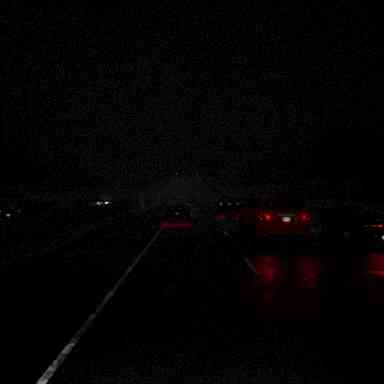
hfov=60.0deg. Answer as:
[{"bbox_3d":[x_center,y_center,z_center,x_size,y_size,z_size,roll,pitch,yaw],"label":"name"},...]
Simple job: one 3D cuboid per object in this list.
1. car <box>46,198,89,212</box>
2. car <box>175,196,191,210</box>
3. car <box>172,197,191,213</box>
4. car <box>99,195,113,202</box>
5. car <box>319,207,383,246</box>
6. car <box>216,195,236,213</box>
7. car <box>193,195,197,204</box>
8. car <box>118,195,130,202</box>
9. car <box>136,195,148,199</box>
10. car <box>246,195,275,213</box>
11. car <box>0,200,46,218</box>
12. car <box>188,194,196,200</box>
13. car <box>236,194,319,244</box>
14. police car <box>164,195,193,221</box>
[{"bbox_3d":[-10.598,1.314,29.190,1.882,1.535,5.008,0,0,0],"label":"car"},{"bbox_3d":[-1.051,1.270,41.763,1.801,1.575,5.366,0,0,0],"label":"car"},{"bbox_3d":[-1.051,1.348,35.569,1.812,1.442,4.674,0,0,0],"label":"car"},{"bbox_3d":[-17.502,1.346,67.916,1.812,1.442,4.674,0,0,0],"label":"car"},{"bbox_3d":[7.099,1.408,14.645,1.837,1.490,4.892,0,0,0],"label":"car"},{"bbox_3d":[3.599,1.175,34.271,2.097,1.767,4.553,0,0,0],"label":"car"},{"bbox_3d":[-0.001,1.379,60.021,2.033,1.411,5.357,0,0,0],"label":"car"},{"bbox_3d":[-14.002,1.343,68.750,1.812,1.442,4.674,0,0,0],"label":"car"},{"bbox_3d":[-10.502,1.315,70.215,1.882,1.535,5.008,0,0,0],"label":"car"},{"bbox_3d":[7.099,1.174,35.049,2.097,1.767,4.553,0,0,0],"label":"car"},{"bbox_3d":[-14.100,1.387,28.212,2.033,1.411,5.357,0,0,0],"label":"car"},{"bbox_3d":[-0.002,1.291,80.667,1.994,1.385,4.181,0,0,0],"label":"car"},{"bbox_3d":[3.600,1.121,15.322,2.150,2.045,5.566,0,0,0],"label":"car"},{"bbox_3d":[-1.051,1.275,25.671,1.930,1.638,5.238,0,0,0],"label":"police car"}]
